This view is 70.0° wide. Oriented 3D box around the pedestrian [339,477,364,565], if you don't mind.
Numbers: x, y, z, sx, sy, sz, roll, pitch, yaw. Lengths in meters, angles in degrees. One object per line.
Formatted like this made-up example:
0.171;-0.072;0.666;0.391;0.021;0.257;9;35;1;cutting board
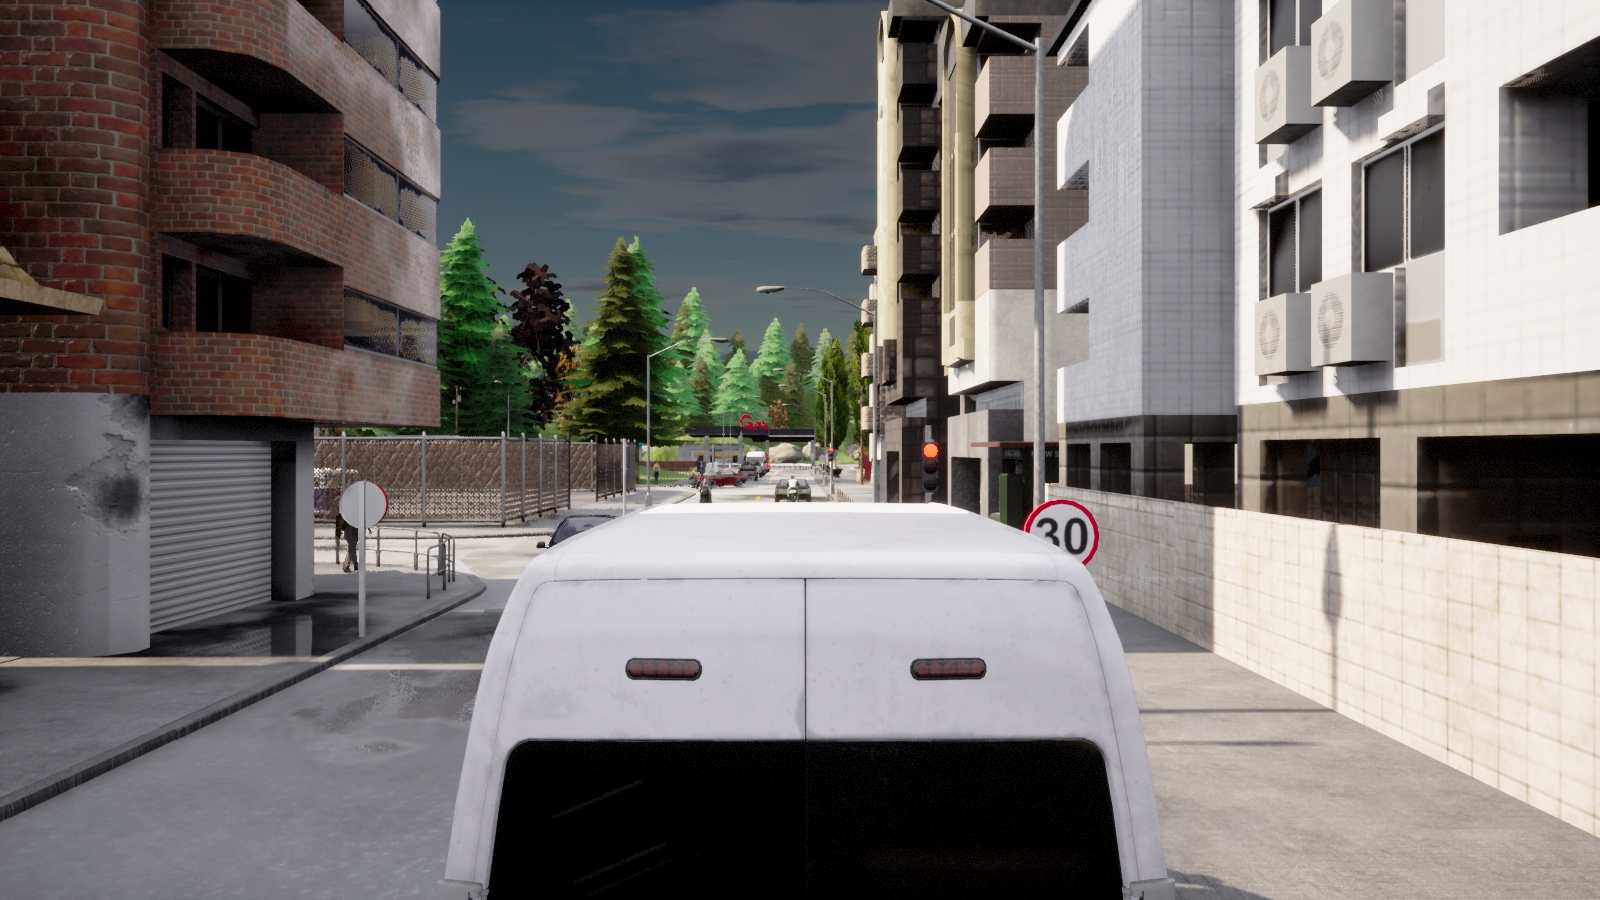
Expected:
-9.631;1.506;24.520;0.375;1.860;0.375;0;0;-45;pedestrian

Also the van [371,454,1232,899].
-0.009;1.312;5.597;1.988;2.561;5.915;0;0;0;van

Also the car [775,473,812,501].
-0.339;1.912;60.159;1.895;1.301;4.718;0;0;0;car

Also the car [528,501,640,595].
-4.076;1.809;22.073;1.845;1.501;3.633;0;0;-6;car

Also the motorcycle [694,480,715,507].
-4.334;1.973;52.180;0.803;1.145;2.033;0;0;0;motorcycle
